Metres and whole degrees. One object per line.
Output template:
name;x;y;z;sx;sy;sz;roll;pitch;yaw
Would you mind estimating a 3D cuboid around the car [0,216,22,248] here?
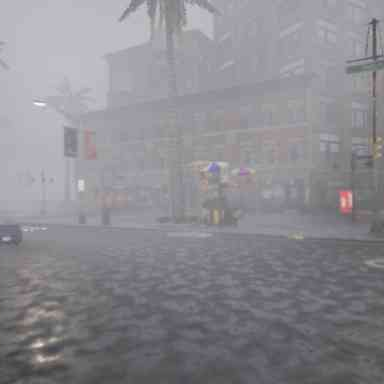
car;-9.107;1.670;14.191;4.674;1.442;1.812;-1;0;34
